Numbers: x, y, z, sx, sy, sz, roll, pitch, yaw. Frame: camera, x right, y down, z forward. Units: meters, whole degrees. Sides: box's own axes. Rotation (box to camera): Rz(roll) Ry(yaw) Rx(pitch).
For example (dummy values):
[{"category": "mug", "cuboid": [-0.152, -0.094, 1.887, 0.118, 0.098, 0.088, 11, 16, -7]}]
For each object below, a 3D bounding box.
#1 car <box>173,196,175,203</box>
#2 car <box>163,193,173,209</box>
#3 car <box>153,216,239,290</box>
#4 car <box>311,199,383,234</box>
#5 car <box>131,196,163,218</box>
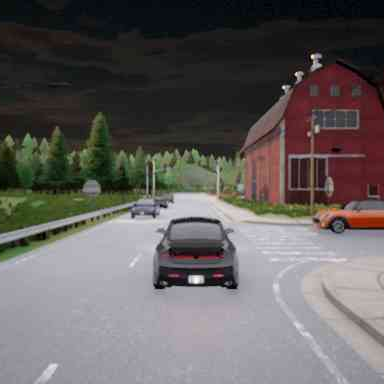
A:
[{"category": "car", "cuboid": [-3.605, 0.937, 49.517, 1.837, 1.490, 4.892, 0, 1, 0]}, {"category": "car", "cuboid": [-3.608, 1.123, 37.102, 2.033, 1.411, 5.357, 0, 1, 0]}, {"category": "car", "cuboid": [0.089, 1.402, 8.770, 1.837, 1.490, 4.892, 0, 0, 0]}, {"category": "car", "cuboid": [8.636, 1.154, 17.215, 4.553, 1.767, 2.097, 0, 1, 3]}, {"category": "car", "cuboid": [-3.608, 1.223, 26.371, 1.812, 1.442, 4.674, 0, 1, 0]}]
